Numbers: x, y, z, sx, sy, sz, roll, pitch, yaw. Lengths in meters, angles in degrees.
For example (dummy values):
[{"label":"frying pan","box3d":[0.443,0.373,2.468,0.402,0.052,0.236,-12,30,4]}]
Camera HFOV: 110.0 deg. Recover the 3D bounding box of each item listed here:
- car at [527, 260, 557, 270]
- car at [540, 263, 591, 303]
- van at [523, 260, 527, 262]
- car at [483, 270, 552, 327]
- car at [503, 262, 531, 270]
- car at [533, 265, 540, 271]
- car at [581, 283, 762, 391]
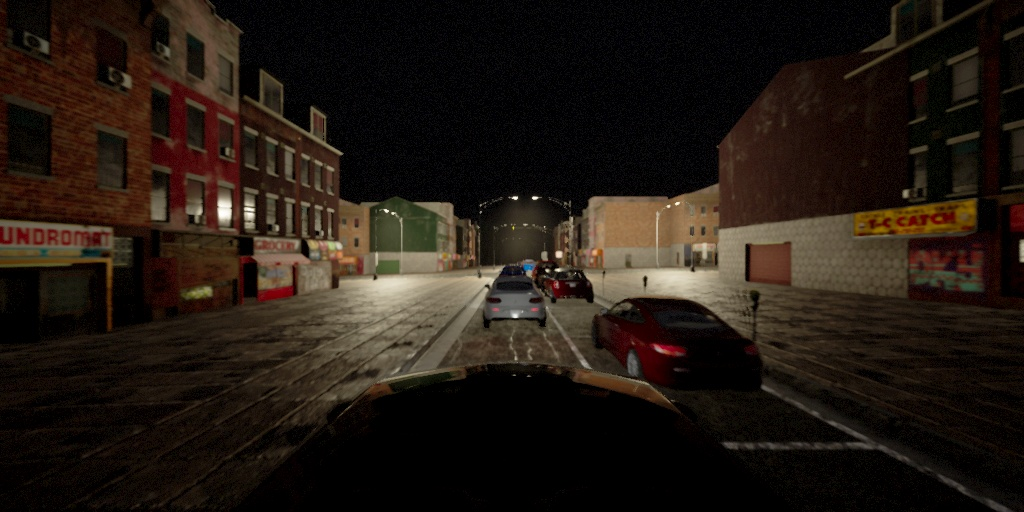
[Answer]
[{"label":"car","box3d":[2.633,1.271,28.189,2.192,1.841,5.009,0,0,0]},{"label":"car","box3d":[2.635,1.309,17.385,1.967,1.591,4.097,0,0,0]},{"label":"van","box3d":[2.629,1.528,54.549,1.690,1.789,3.998,0,0,0]},{"label":"car","box3d":[0.061,1.351,11.759,1.812,1.442,4.674,0,-1,-1]},{"label":"car","box3d":[0.095,1.406,24.841,1.882,1.535,5.008,0,-1,0]},{"label":"car","box3d":[2.634,1.478,22.787,1.948,1.339,4.313,0,0,0]},{"label":"car","box3d":[2.637,1.368,6.581,1.802,1.307,4.207,0,0,0]}]
